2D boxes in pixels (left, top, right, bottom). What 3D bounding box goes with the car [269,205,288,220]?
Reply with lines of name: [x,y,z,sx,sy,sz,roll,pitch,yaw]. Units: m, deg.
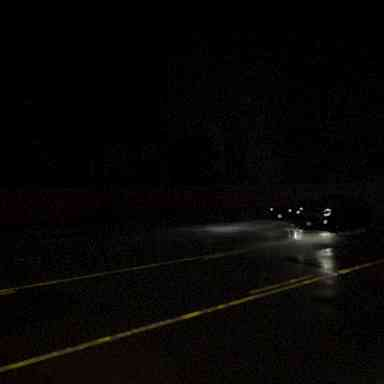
car: [7.212,1.124,21.699,4.718,1.301,1.895,-2,1,-35]

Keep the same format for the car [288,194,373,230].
car: [7.595,0.928,17.709,4.553,1.767,2.097,-2,1,-35]
